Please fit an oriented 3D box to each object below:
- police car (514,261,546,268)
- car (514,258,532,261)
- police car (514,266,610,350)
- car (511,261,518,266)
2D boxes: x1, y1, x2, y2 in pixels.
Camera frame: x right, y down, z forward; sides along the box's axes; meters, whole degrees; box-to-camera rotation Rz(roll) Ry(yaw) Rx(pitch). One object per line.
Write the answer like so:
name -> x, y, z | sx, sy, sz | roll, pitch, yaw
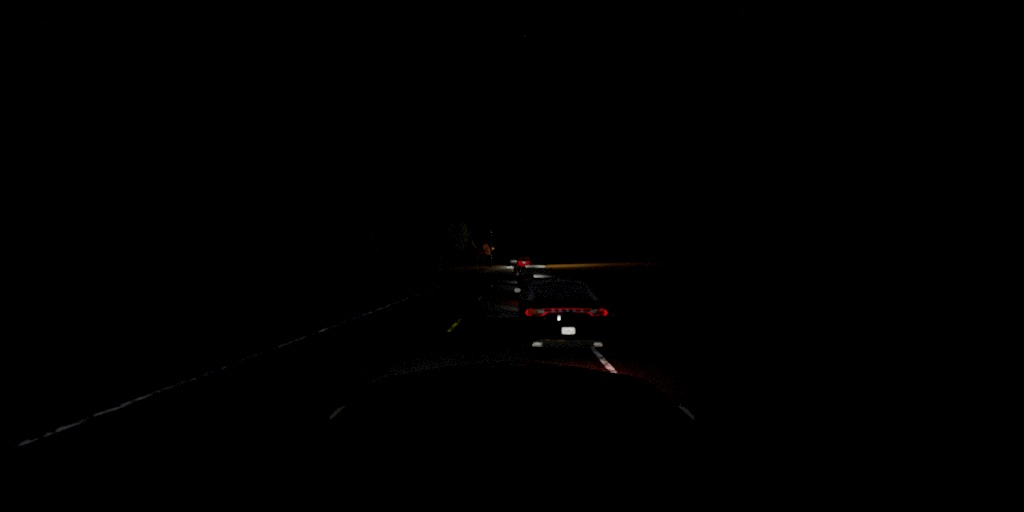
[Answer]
police car -> 1.255, 1.275, 19.309 | 1.930, 1.638, 5.238 | 0, 0, 1
car -> 2.043, 1.284, 59.657 | 2.150, 2.045, 5.566 | 0, 0, 4
police car -> 1.092, 1.219, 9.344 | 1.930, 1.638, 5.238 | 0, 0, 1
car -> 1.265, 1.598, 46.530 | 1.895, 1.301, 4.718 | 0, 0, 4
